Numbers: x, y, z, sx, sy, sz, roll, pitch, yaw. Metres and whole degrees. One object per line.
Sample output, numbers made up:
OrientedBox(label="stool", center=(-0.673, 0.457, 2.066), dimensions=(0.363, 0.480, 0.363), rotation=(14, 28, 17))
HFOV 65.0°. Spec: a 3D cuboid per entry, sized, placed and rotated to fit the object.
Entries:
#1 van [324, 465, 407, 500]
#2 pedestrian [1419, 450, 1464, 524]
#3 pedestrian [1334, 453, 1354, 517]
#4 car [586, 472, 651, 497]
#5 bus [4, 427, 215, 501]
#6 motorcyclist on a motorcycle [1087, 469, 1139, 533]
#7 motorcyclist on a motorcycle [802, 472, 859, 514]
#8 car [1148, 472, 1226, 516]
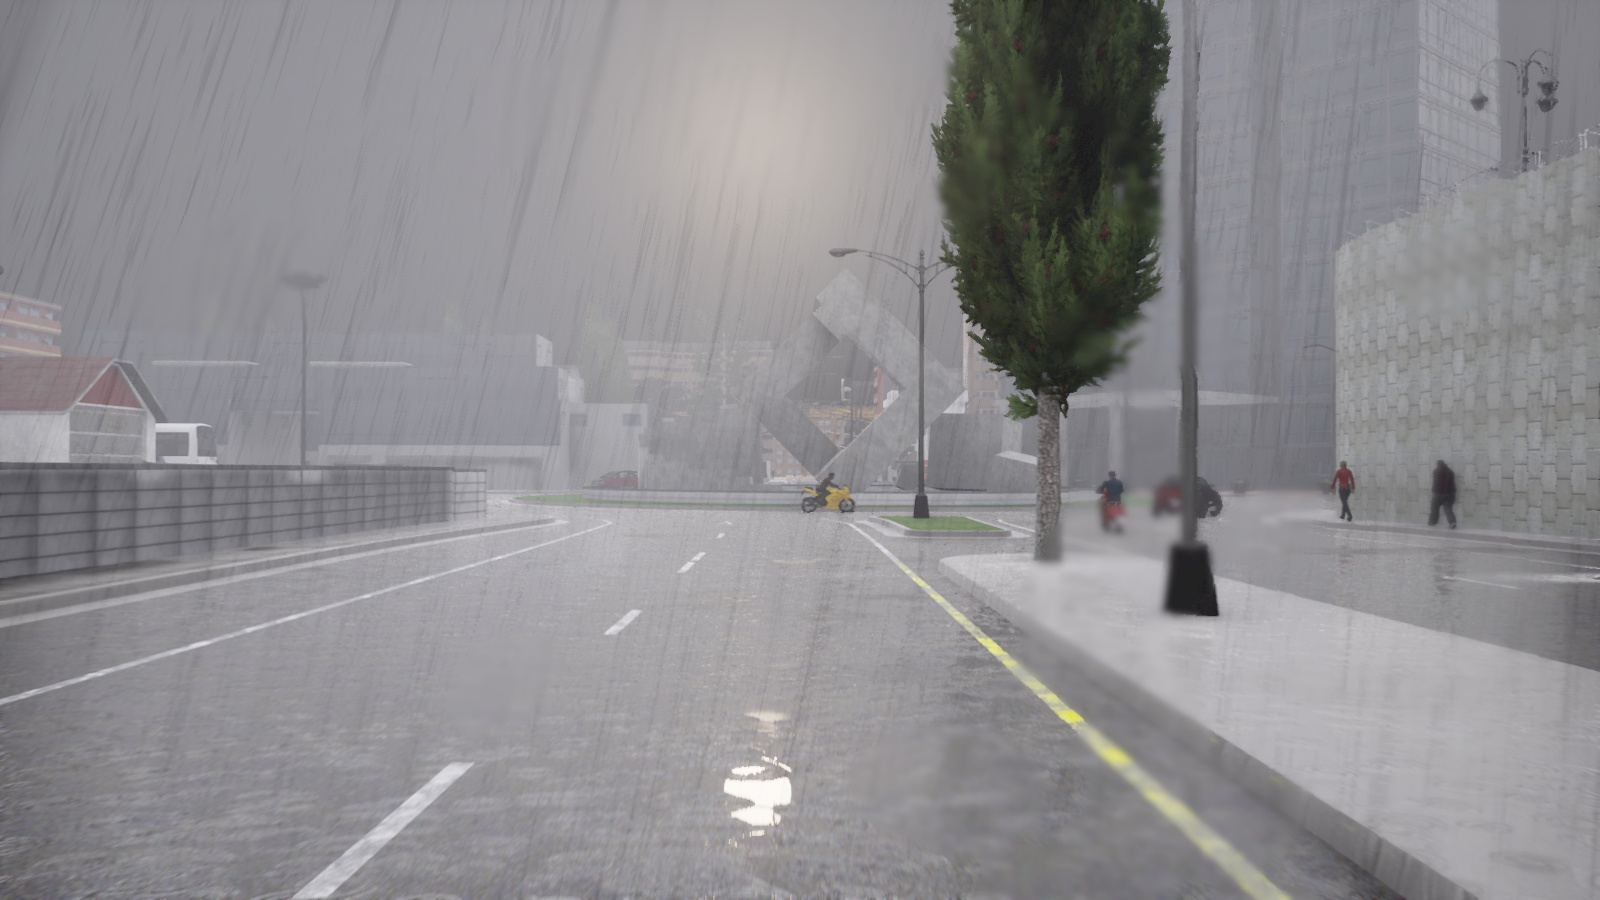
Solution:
OrientedBox(label="van", center=(-25.206, 1.892, 72.955), dimensions=(4.442, 1.987, 1.775), rotation=(0, -1, -15))
OrientedBox(label="pedestrian", center=(16.234, 0.938, 31.810), dimensions=(0.634, 1.844, 0.899), rotation=(0, -1, -4))
OrientedBox(label="pedestrian", center=(16.045, 1.026, 37.044), dimensions=(0.331, 1.846, 0.636), rotation=(0, -1, 3))
OrientedBox(label="car", center=(-11.513, 2.174, 79.653), dimensions=(3.705, 1.549, 1.789), rotation=(1, -2, -42))
OrientedBox(label="bus", center=(-40.897, 0.853, 74.714), dimensions=(10.273, 4.253, 3.944), rotation=(0, -1, -4))
OrientedBox(label="motorcyclist on a motorcycle", center=(7.943, 1.272, 31.975), dimensions=(0.866, 1.590, 1.817), rotation=(0, -1, 0))
OrientedBox(label="motorcyclist on a motorcycle", center=(1.131, 1.564, 46.053), dimensions=(2.044, 1.523, 0.797), rotation=(0, -2, 6))
OrientedBox(label="car", center=(13.643, 1.513, 44.131), dimensions=(1.816, 1.474, 4.193), rotation=(-1, -1, 28))
